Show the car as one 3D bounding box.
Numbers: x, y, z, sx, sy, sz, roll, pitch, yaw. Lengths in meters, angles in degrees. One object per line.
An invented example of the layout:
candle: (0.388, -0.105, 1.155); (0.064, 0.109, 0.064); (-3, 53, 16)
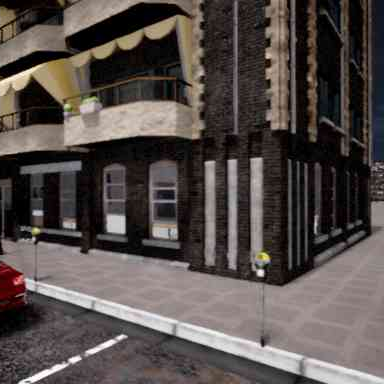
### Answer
car: (-4.742, 1.606, 6.259); (4.206, 1.307, 1.802); (0, 0, 36)
